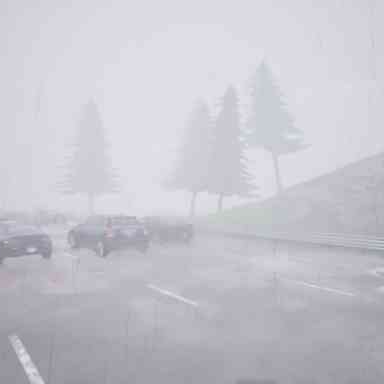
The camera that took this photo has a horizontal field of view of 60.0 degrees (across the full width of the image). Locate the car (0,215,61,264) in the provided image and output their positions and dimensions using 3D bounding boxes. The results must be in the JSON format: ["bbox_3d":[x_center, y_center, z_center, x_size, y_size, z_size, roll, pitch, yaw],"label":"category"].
[{"bbox_3d":[-7.111,1.883,13.414,1.812,1.442,4.674,2,-2,-40],"label":"car"}]

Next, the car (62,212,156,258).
[{"bbox_3d":[-3.884,1.767,15.015,2.097,1.767,4.553,2,-2,-40],"label":"car"}]

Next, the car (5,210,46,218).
[{"bbox_3d":[-13.385,2.219,25.405,2.033,1.411,5.357,2,-2,-44],"label":"car"}]

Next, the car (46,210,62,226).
[{"bbox_3d":[-12.883,2.323,29.807,4.674,1.442,1.812,-1,-2,44],"label":"car"}]

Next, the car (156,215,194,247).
[{"bbox_3d":[-1.974,1.990,18.168,1.882,1.535,5.008,2,-2,-40],"label":"car"}]
